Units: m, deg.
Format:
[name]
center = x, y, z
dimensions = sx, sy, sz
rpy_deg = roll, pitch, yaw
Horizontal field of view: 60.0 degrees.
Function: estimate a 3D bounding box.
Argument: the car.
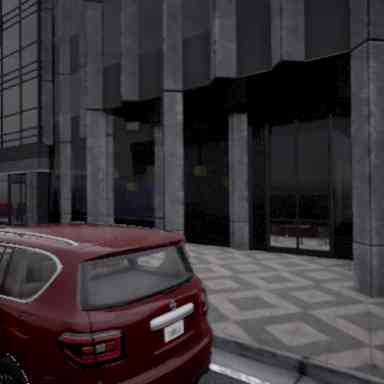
[car]
center = -2.105, 1.330, 4.365
dimensions = 5.009, 1.841, 2.192
rpy_deg = 0, -1, 36
